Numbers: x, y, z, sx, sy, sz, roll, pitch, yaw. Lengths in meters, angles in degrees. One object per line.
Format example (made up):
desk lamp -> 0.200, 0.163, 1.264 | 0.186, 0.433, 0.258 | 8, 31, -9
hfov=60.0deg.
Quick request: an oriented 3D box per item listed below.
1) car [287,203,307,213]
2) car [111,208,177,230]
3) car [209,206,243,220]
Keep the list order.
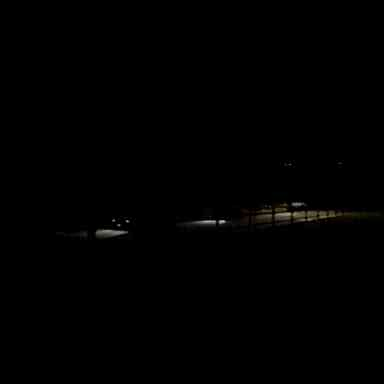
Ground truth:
car -> 16.085, 2.375, 50.707 | 2.128, 1.511, 4.902 | 0, -1, 36
car -> -3.303, 1.874, 24.321 | 2.033, 1.411, 5.357 | 0, -1, 36
car -> 3.507, 2.082, 33.637 | 1.994, 1.385, 4.181 | 0, -1, 36
